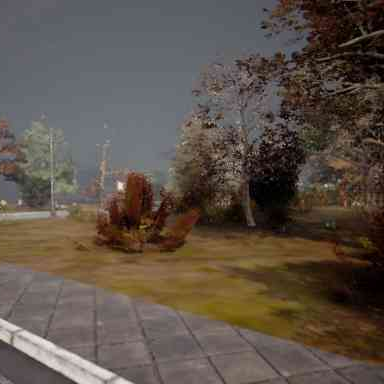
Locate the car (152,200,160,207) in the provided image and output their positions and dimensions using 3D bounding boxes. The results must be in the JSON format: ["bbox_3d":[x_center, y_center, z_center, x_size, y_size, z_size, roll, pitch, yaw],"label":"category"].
[{"bbox_3d":[-6.019,2.155,59.542,2.033,1.411,5.357,-2,-2,33],"label":"car"}]
